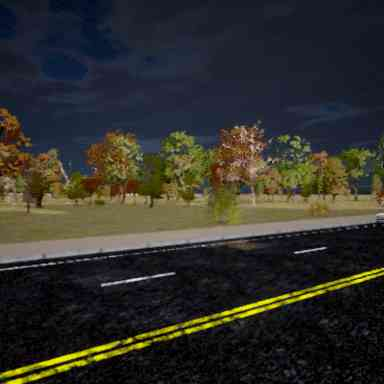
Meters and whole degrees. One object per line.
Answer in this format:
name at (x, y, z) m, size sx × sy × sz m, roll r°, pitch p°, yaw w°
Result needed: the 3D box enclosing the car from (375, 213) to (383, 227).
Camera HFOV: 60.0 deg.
car at (13.808, 1.596, 21.446) m, size 4.718 × 1.301 × 1.895 m, roll 0°, pitch 0°, yaw -35°
